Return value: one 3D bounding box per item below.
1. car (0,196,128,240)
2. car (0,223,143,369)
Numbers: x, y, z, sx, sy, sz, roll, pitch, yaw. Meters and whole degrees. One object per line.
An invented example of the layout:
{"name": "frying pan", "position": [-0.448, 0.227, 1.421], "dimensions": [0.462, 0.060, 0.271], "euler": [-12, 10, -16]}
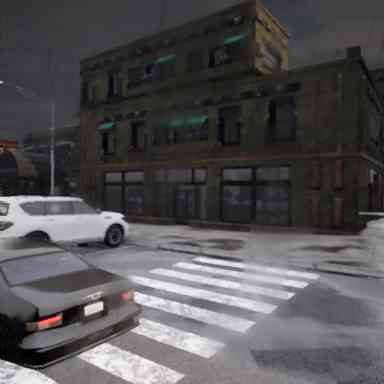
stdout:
{"name": "car", "position": [-4.942, 1.181, 12.507], "dimensions": [2.435, 2.045, 5.566], "euler": [0, 0, 35]}
{"name": "car", "position": [-3.287, 1.522, 5.720], "dimensions": [5.357, 1.411, 2.033], "euler": [0, 0, 36]}
